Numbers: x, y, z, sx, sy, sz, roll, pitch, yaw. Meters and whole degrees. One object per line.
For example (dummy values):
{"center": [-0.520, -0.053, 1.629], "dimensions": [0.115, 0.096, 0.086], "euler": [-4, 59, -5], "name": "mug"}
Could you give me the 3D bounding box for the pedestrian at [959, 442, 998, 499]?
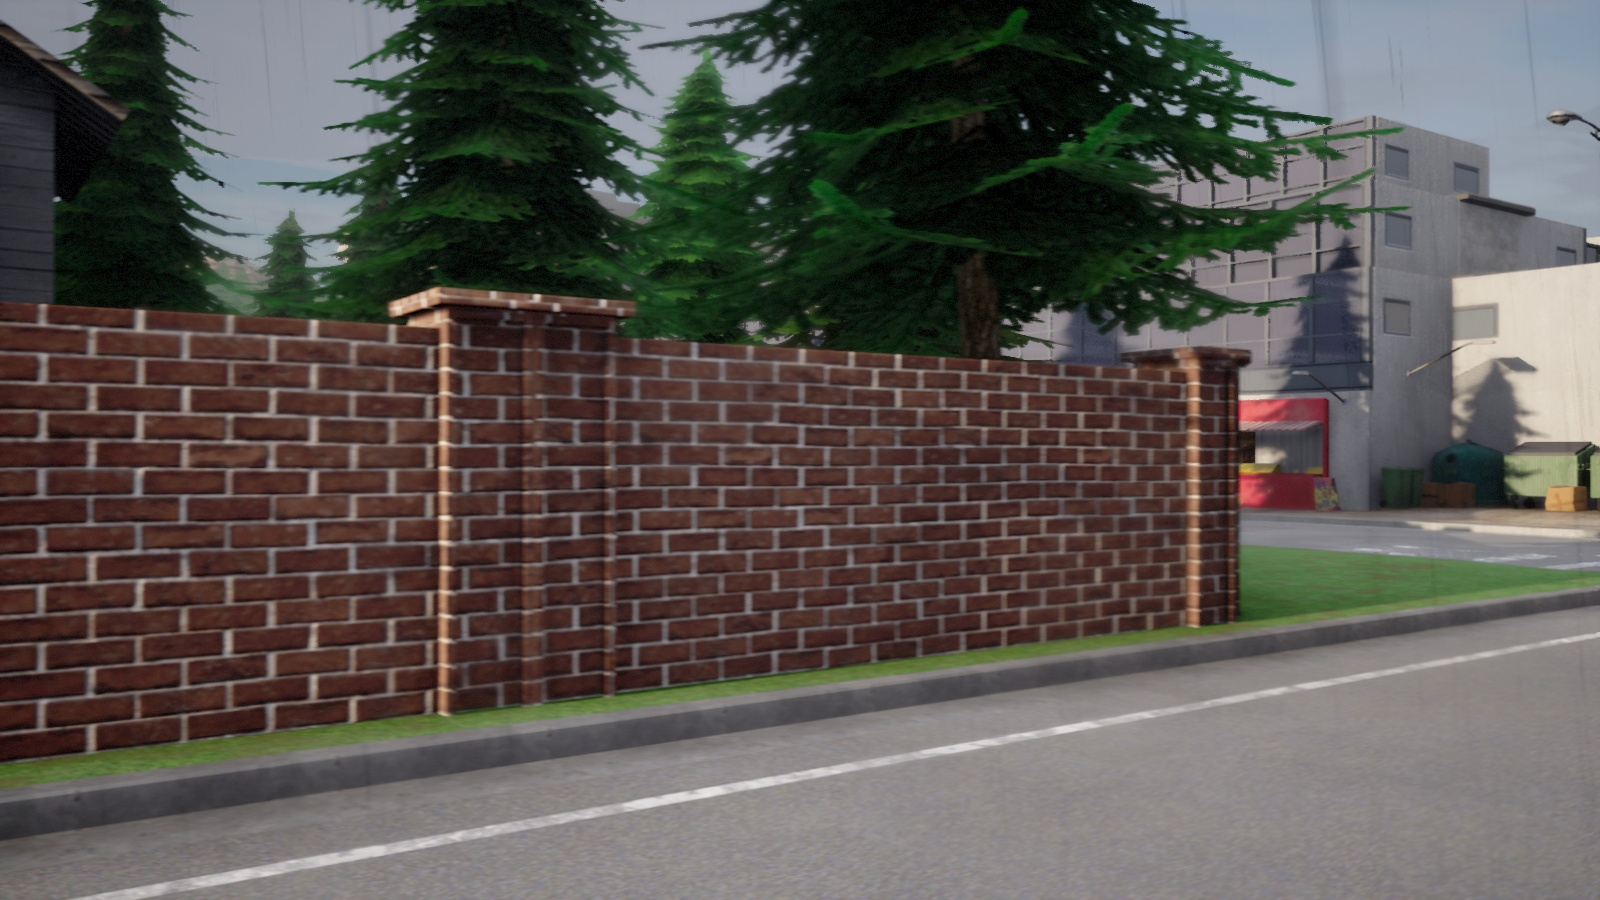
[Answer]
{"center": [5.930, 0.672, 41.718], "dimensions": [0.874, 1.855, 0.900], "euler": [0, 0, -33], "name": "pedestrian"}
